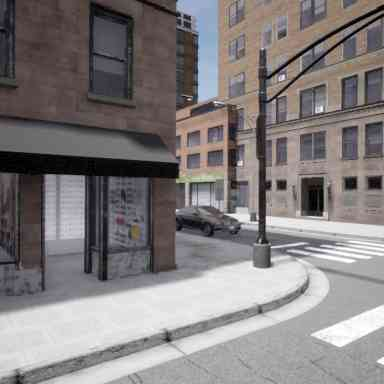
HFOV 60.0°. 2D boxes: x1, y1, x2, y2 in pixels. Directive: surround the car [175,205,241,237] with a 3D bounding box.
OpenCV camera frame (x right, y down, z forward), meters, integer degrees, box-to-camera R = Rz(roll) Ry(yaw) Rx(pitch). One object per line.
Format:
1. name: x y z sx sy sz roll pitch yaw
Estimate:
1. car: 0.600 1.444 17.920 1.812 1.442 4.674 0 0 -34
